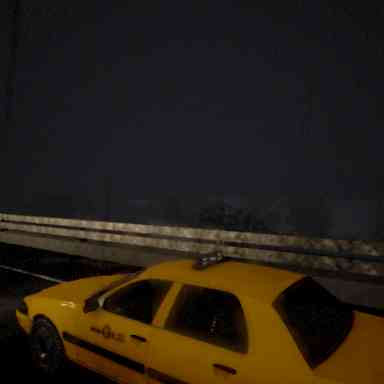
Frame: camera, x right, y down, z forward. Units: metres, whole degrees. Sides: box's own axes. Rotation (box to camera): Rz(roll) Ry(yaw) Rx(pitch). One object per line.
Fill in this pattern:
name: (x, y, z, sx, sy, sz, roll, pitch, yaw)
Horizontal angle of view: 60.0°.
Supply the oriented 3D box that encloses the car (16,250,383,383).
car: (-0.039, 1.462, 3.898, 5.366, 1.575, 1.801, 0, 0, 36)
